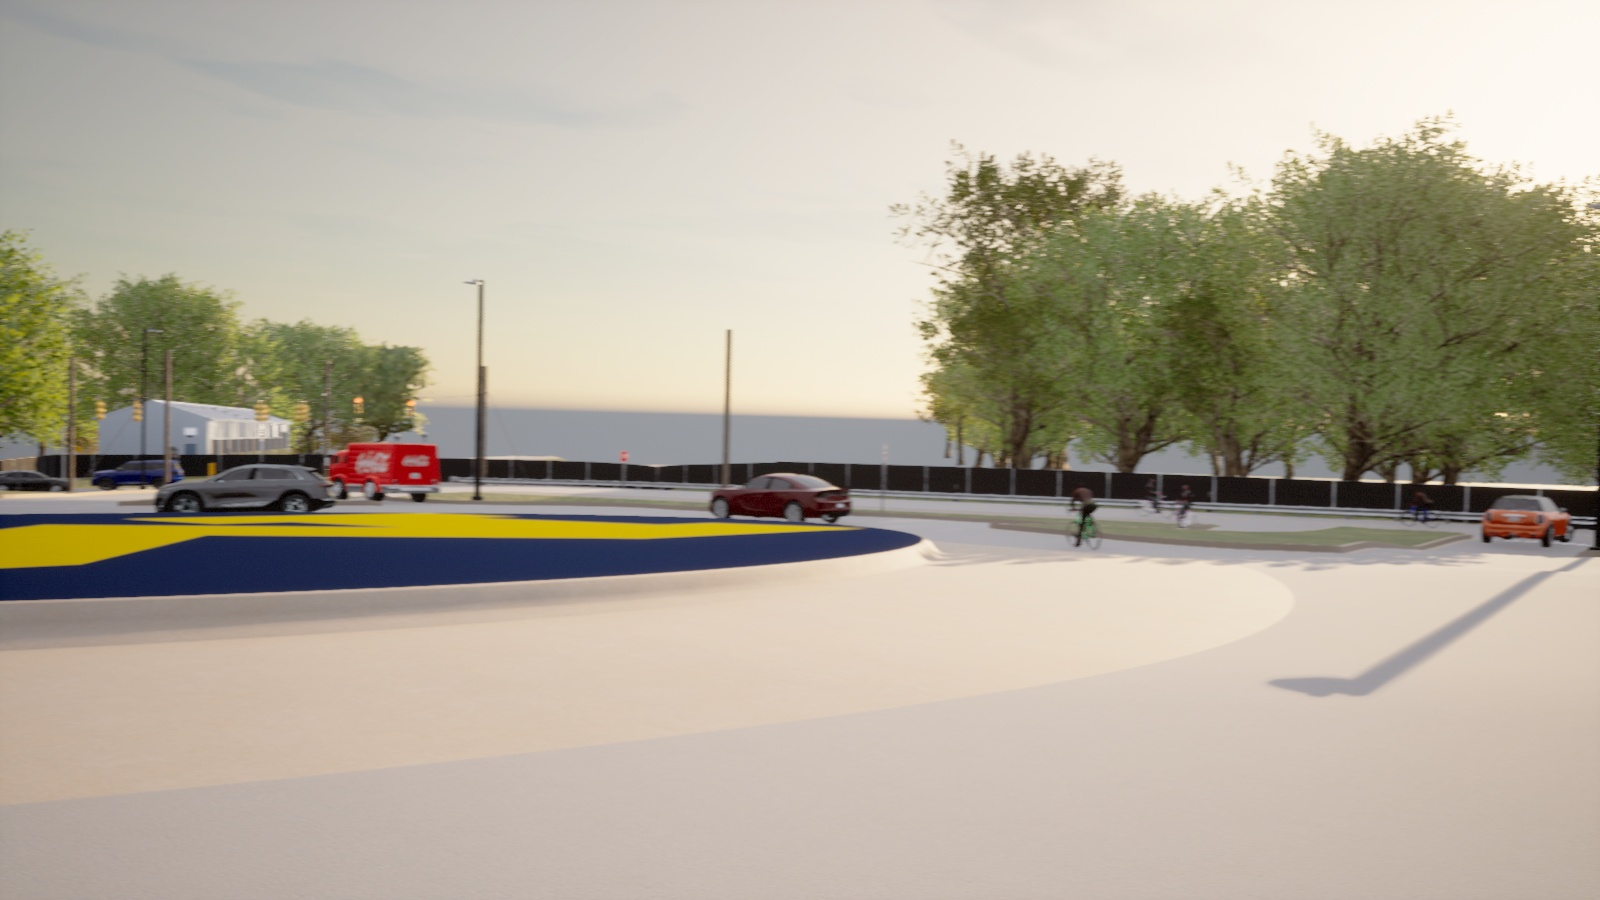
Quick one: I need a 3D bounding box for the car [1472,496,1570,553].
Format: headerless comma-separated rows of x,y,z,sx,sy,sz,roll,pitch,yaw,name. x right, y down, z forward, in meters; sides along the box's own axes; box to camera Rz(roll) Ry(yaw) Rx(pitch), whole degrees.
25.496,2.580,44.322,2.097,1.767,4.553,2,0,41,car

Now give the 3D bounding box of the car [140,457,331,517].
-16.348,1.109,36.669,4.856,1.649,2.033,1,-2,-17,car

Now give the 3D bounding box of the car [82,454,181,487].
-45.242,1.386,85.135,5.566,2.045,2.150,0,2,-16,car

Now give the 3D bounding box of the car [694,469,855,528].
-0.856,1.458,39.097,5.008,1.535,1.882,2,1,40,car

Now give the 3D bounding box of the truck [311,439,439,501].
-17.808,0.816,52.515,5.204,2.467,2.627,0,-1,38,truck

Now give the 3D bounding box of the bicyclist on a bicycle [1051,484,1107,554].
6.623,1.620,29.882,0.582,1.620,1.656,0,-2,-14,bicyclist on a bicycle

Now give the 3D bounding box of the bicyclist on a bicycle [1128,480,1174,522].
15.890,2.299,56.836,1.843,1.776,0.659,2,1,40,bicyclist on a bicycle

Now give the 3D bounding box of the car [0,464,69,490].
-49.167,1.687,79.406,4.892,1.490,1.837,2,2,-35,car

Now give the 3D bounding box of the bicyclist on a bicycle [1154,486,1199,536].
13.863,2.251,46.238,1.843,1.776,0.659,5,-3,-41,bicyclist on a bicycle

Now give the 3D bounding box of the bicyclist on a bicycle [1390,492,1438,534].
25.646,2.623,52.464,0.582,1.620,1.656,0,1,-38,bicyclist on a bicycle
